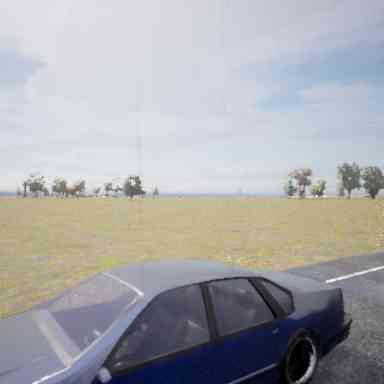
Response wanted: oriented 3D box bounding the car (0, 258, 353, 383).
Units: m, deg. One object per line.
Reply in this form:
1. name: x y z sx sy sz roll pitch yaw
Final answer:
1. car: -0.347 1.558 3.740 5.357 1.411 2.033 0 0 -35
